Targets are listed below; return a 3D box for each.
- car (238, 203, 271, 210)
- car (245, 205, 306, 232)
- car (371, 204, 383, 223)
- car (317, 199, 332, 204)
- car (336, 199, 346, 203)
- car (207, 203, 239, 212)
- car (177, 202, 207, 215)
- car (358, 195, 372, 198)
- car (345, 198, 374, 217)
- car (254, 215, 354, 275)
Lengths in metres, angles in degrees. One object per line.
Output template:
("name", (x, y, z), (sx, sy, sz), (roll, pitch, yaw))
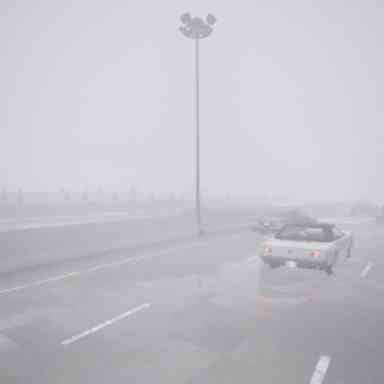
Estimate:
("car", (6.581, 1.746, 31.545), (1.994, 1.385, 4.181), (-1, -1, 40))
("car", (5.285, 1.647, 18.535), (2.033, 1.411, 5.357), (-1, 0, 38))
("car", (15.625, 1.691, 25.684), (1.895, 1.301, 4.718), (-1, -1, 40))
("car", (26.435, 1.989, 66.366), (1.994, 1.385, 4.181), (-1, -2, 40))
("car", (29.643, 2.020, 64.753), (1.895, 1.301, 4.718), (-1, -2, 40))
("car", (3.879, 1.776, 33.768), (1.994, 1.385, 4.181), (-1, -1, 40))
("car", (0.451, 1.767, 35.117), (1.812, 1.442, 4.674), (-1, -1, 40))
("car", (32.344, 1.620, 62.532), (2.150, 2.045, 5.566), (-1, -2, 40))
("car", (17.058, 1.637, 32.907), (1.837, 1.490, 4.892), (-1, -1, 40))
("car", (3.931, 1.654, 10.784), (1.895, 1.301, 4.718), (-1, 0, 34))
